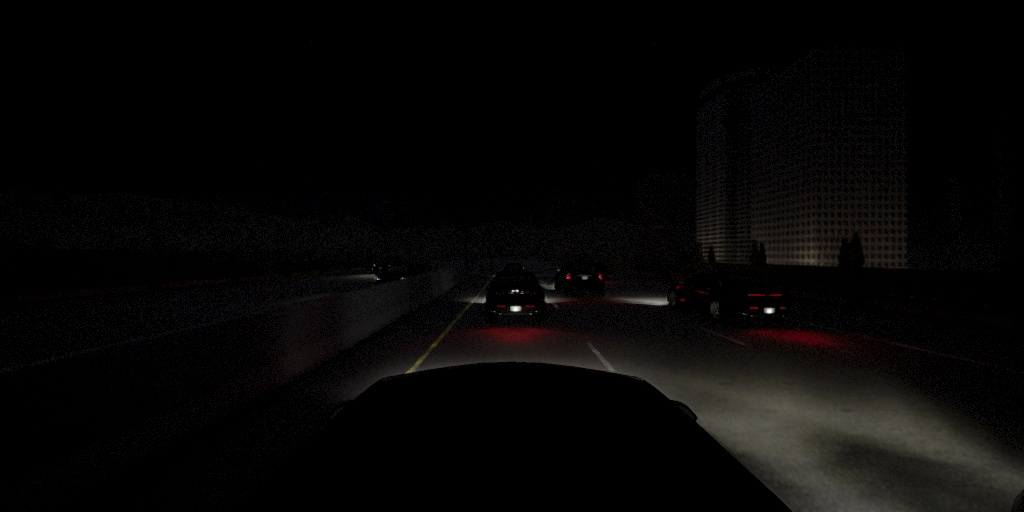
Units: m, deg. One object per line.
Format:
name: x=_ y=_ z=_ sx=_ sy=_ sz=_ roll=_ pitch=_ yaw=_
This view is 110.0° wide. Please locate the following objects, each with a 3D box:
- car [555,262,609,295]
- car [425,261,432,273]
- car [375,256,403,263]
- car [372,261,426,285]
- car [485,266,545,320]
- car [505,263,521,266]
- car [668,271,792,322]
car: x=3.608 y=1.106 z=19.855 sx=2.097 sy=1.767 sz=4.553 roll=0 pitch=0 yaw=0
car: x=-10.608 y=1.307 z=41.648 sx=2.033 sy=1.411 sz=5.357 roll=0 pitch=0 yaw=0
car: x=-14.103 y=0.983 z=41.195 sx=2.150 sy=2.045 sz=5.566 roll=0 pitch=0 yaw=0
car: x=-7.091 y=1.281 z=22.846 sx=1.812 sy=1.442 sz=4.674 roll=0 pitch=0 yaw=0
car: x=0.105 y=1.257 z=12.674 sx=1.837 sy=1.490 sz=4.892 roll=0 pitch=0 yaw=0
car: x=0.112 y=1.304 z=31.031 sx=2.033 sy=1.411 sz=5.357 roll=0 pitch=0 yaw=0
car: x=7.104 y=1.257 z=12.314 sx=1.837 sy=1.490 sz=4.892 roll=0 pitch=0 yaw=0
